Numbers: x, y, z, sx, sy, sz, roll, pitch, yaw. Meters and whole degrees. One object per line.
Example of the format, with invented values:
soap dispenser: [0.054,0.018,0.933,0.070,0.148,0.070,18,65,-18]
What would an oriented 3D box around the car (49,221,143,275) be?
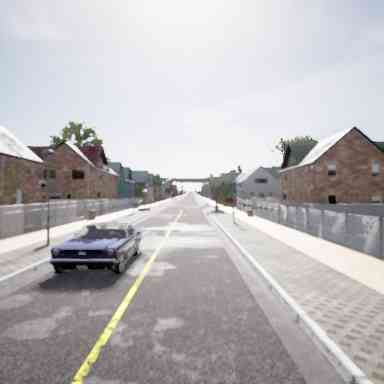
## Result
car: [-2.851,1.674,10.864,1.895,1.301,4.718,0,0,0]

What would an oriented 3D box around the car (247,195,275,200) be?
car: [11.546,1.573,53.842,5.566,2.045,2.150,0,-1,-1]
